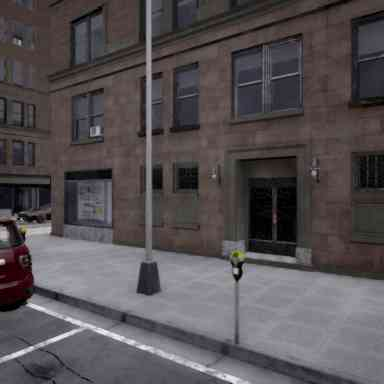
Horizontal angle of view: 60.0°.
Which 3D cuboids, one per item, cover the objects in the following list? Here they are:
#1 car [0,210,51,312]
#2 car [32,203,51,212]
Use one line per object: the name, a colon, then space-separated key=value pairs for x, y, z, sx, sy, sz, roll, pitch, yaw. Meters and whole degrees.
car: x=-5.056 y=1.316 z=6.401 sx=5.009 sy=1.841 sz=2.192 roll=0 pitch=0 yaw=35
car: x=-10.235 y=1.507 z=25.160 sx=2.033 sy=1.411 sz=5.357 roll=0 pitch=0 yaw=36
